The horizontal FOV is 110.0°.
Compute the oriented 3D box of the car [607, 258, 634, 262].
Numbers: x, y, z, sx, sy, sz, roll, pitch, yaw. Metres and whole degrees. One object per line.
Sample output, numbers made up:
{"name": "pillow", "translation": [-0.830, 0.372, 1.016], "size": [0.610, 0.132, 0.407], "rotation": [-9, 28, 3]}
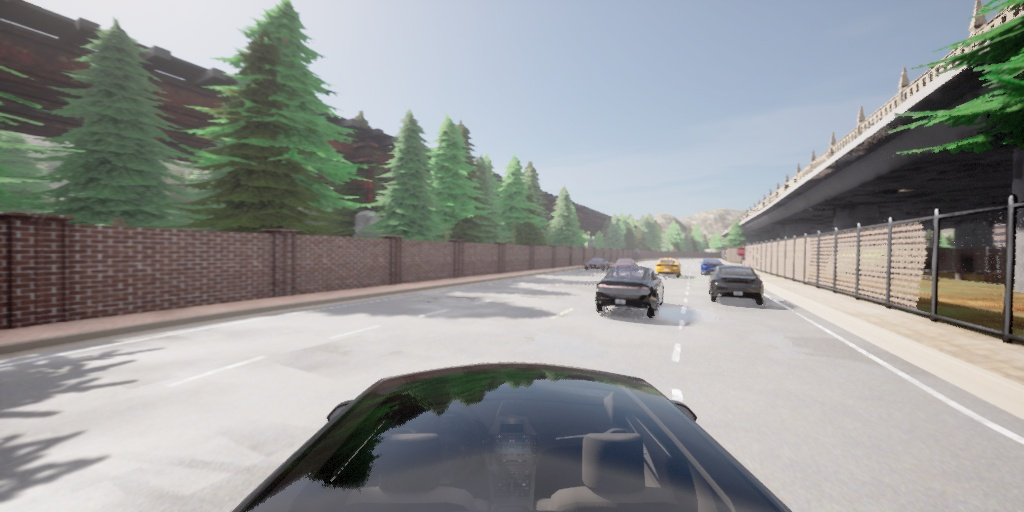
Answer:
{"name": "car", "translation": [10.476, 0.939, 33.220], "size": [1.812, 1.442, 4.674], "rotation": [1, 1, 27]}

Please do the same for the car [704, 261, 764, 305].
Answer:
{"name": "car", "translation": [9.849, 1.183, 16.024], "size": [1.837, 1.490, 4.892], "rotation": [1, 1, 27]}

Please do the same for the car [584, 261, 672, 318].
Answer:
{"name": "car", "translation": [4.295, 1.130, 12.770], "size": [2.128, 1.511, 4.902], "rotation": [2, 1, 27]}

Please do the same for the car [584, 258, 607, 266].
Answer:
{"name": "car", "translation": [9.116, 0.875, 38.254], "size": [1.994, 1.385, 4.181], "rotation": [1, 1, 27]}

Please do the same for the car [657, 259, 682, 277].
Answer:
{"name": "car", "translation": [13.788, 0.970, 31.555], "size": [1.882, 1.535, 5.008], "rotation": [1, 1, 27]}

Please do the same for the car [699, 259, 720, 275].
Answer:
{"name": "car", "translation": [19.362, 1.007, 34.820], "size": [1.882, 1.535, 5.008], "rotation": [1, 1, 27]}
